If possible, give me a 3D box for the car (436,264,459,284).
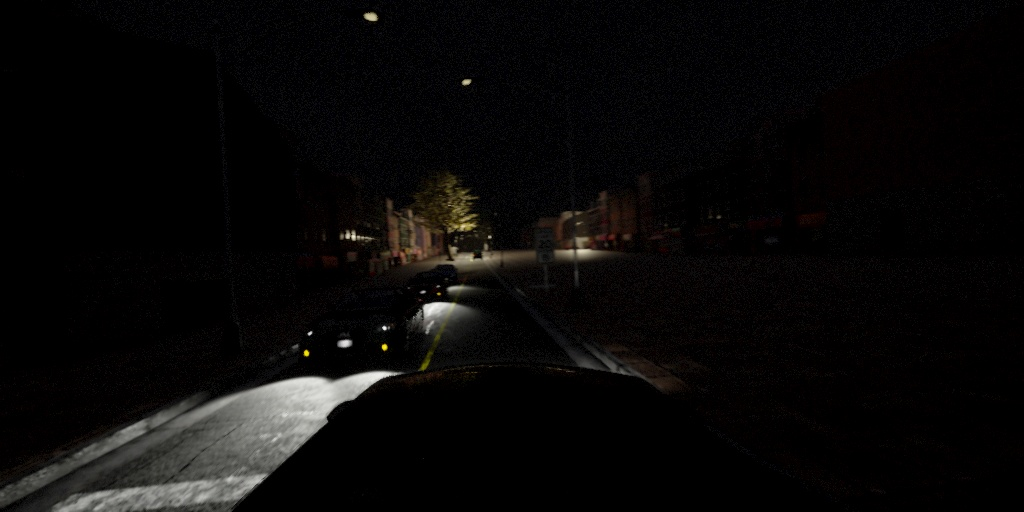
[{"bbox_3d":[-5.341,1.393,28.713,1.882,1.535,5.008,-3,1,-6],"label":"car"}]

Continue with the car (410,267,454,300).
[{"bbox_3d":[-4.345,1.498,18.641,1.994,1.385,4.181,-3,0,-6],"label":"car"}]

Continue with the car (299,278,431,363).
[{"bbox_3d":[-3.357,1.474,8.759,1.994,1.385,4.181,-3,0,-6],"label":"car"}]
